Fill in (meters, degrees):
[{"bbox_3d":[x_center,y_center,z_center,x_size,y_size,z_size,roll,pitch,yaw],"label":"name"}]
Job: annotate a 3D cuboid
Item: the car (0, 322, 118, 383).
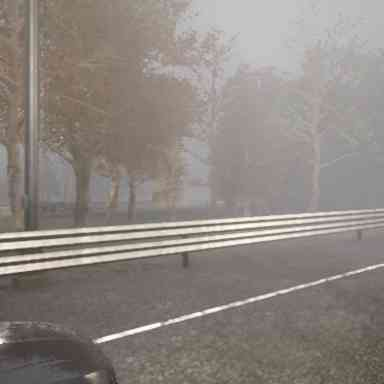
[{"bbox_3d":[-2.801,1.506,1.755,4.892,1.490,1.837,0,0,-35],"label":"car"}]
